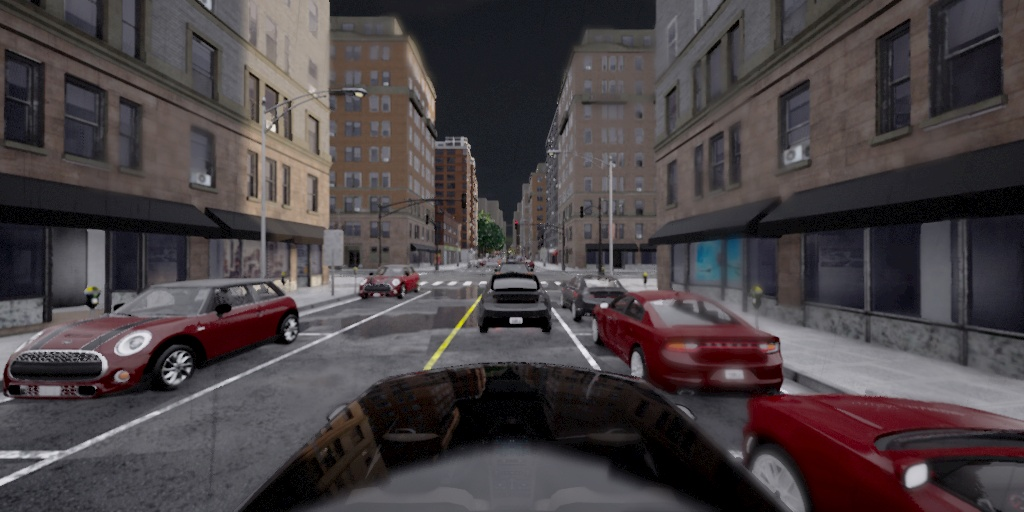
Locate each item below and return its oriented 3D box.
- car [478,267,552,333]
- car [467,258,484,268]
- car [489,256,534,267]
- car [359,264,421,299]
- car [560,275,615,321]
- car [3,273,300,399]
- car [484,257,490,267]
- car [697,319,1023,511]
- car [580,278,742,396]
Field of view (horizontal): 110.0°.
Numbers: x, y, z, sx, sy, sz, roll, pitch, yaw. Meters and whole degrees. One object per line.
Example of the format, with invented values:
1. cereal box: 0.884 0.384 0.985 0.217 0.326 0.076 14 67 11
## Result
1. car: 0.055 1.235 10.642 1.837 1.490 4.892 0 0 -1
2. car: -5.990 1.210 55.882 2.007 1.370 4.403 0 0 -1
3. car: 0.096 1.065 18.867 2.097 1.767 4.553 0 0 0
4. car: -5.857 1.155 17.522 1.967 1.591 4.097 0 0 0
5. car: 2.669 1.277 12.034 2.007 1.370 4.403 0 0 0
6. car: -5.857 1.178 6.535 1.967 1.591 4.097 0 0 0
7. car: -3.224 1.259 57.795 1.895 1.301 4.718 0 0 0
8. car: 2.670 1.296 1.051 1.888 1.381 4.507 0 0 0
9. car: 2.670 1.284 6.542 1.888 1.381 4.507 0 0 0
